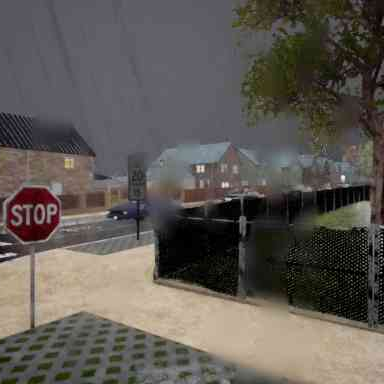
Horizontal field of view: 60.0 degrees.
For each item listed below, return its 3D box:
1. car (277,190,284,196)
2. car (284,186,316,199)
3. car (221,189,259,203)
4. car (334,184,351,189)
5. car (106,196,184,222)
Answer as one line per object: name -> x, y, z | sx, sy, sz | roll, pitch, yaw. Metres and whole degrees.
car -> 12.035, 0.113, 40.736 | 1.895, 1.301, 4.718 | -1, 2, 37
car -> 12.065, 0.119, 35.836 | 2.128, 1.511, 4.902 | -1, 2, 36
car -> 4.434, 0.456, 30.342 | 2.128, 1.511, 4.902 | -1, 2, 36
car -> 23.319, -0.544, 51.325 | 2.128, 1.511, 4.902 | -1, 2, 36
car -> -2.686, 0.942, 20.552 | 2.033, 1.411, 5.357 | -1, 2, 36
